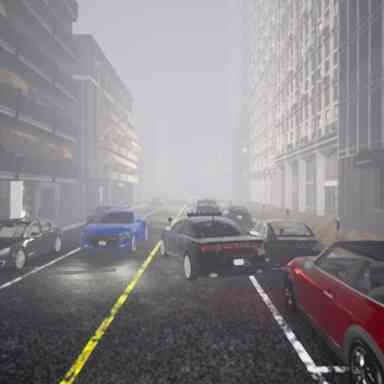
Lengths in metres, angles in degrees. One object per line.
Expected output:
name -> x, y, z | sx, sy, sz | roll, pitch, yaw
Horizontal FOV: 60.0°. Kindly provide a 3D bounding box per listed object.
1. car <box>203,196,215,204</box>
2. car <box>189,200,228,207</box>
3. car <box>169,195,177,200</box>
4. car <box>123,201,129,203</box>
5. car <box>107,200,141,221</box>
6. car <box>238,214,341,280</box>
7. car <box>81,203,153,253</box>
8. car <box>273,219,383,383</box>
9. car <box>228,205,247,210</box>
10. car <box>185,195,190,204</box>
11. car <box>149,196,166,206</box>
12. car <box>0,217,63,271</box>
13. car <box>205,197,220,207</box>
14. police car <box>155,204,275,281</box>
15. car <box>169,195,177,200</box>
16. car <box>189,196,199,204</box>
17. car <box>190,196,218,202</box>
car -> 3.133, 1.445, 61.442 | 2.008, 1.369, 4.403 | 0, 0, 0
car -> 0.925, 1.463, 20.149 | 1.837, 1.490, 4.892 | 0, 0, 2
car -> -5.041, 1.414, 89.745 | 2.008, 1.369, 4.403 | 0, 0, 0
car -> -5.534, 1.521, 21.964 | 1.947, 1.339, 4.313 | 0, 0, 0
car -> -5.494, 1.471, 27.443 | 1.752, 1.417, 4.829 | 0, 0, 0
car -> 2.764, 1.527, 10.607 | 2.008, 1.369, 4.403 | 0, 0, 0
car -> -3.003, 1.449, 13.702 | 1.882, 1.535, 5.008 | 0, 0, 0
car -> 2.723, 1.429, 4.957 | 1.967, 1.590, 4.097 | 0, 0, 0
car -> 2.847, 1.521, 21.903 | 1.947, 1.339, 4.313 | 0, 0, 0
car -> 0.365, 1.439, 47.766 | 1.812, 1.442, 4.674 | 0, 0, 1
car -> -5.329, 1.350, 50.206 | 1.967, 1.590, 4.097 | 0, 0, 0
car -> -5.616, 1.528, 10.667 | 2.008, 1.369, 4.403 | 0, 0, 0
car -> 3.052, 1.454, 50.145 | 1.887, 1.381, 4.507 | 0, 0, 0
police car -> 0.318, 1.403, 10.122 | 1.930, 1.638, 5.238 | 0, 0, -17
car -> -5.083, 1.419, 84.097 | 2.008, 1.369, 4.403 | 0, 0, 0
car -> 0.446, 1.420, 61.542 | 1.812, 1.442, 4.674 | 0, 0, 0
car -> 1.087, 1.299, 26.099 | 2.097, 1.767, 4.553 | 0, 0, 0
